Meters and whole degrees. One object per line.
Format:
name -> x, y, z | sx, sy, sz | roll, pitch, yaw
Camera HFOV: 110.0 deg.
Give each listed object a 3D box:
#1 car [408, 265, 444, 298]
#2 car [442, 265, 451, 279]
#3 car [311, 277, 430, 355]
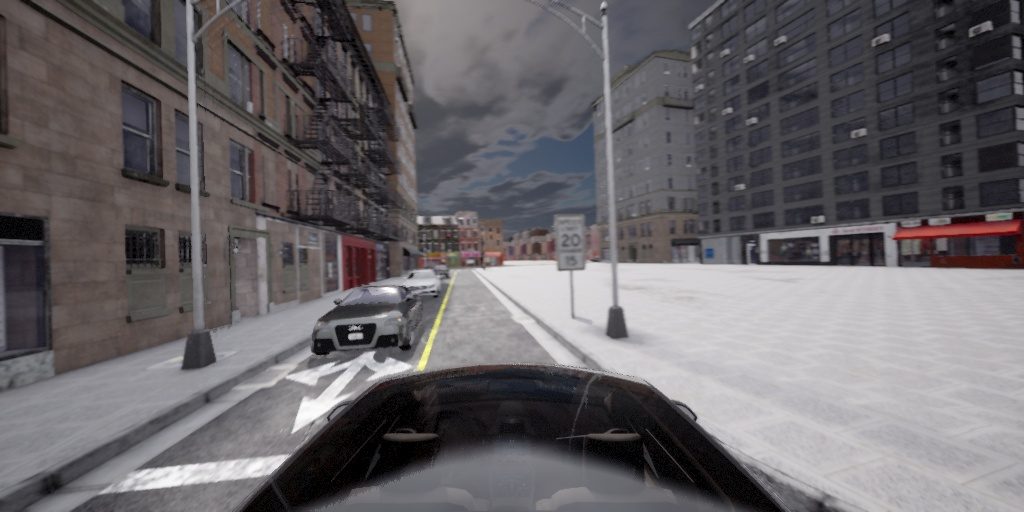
car -> -4.932, 1.485, 19.811 | 1.812, 1.442, 4.674 | -2, 0, -8
car -> -7.388, 1.639, 37.372 | 2.033, 1.411, 5.357 | -2, 0, -8
car -> -3.427, 1.449, 9.218 | 1.994, 1.385, 4.181 | -2, 0, -8
